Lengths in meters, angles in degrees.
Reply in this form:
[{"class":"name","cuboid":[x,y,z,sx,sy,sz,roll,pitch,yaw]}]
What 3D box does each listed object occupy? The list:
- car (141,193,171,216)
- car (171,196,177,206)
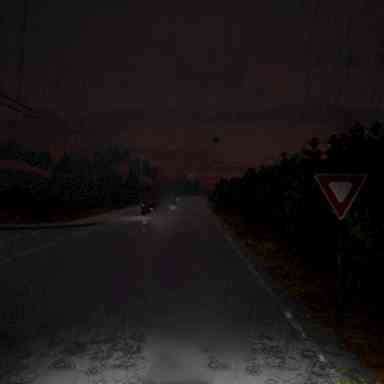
[{"class":"car","cuboid":[-3.589,1.167,32.501,2.150,2.045,5.566,0,0,0]},{"class":"car","cuboid":[-3.501,1.403,53.357,2.128,1.511,4.902,0,0,1]}]
